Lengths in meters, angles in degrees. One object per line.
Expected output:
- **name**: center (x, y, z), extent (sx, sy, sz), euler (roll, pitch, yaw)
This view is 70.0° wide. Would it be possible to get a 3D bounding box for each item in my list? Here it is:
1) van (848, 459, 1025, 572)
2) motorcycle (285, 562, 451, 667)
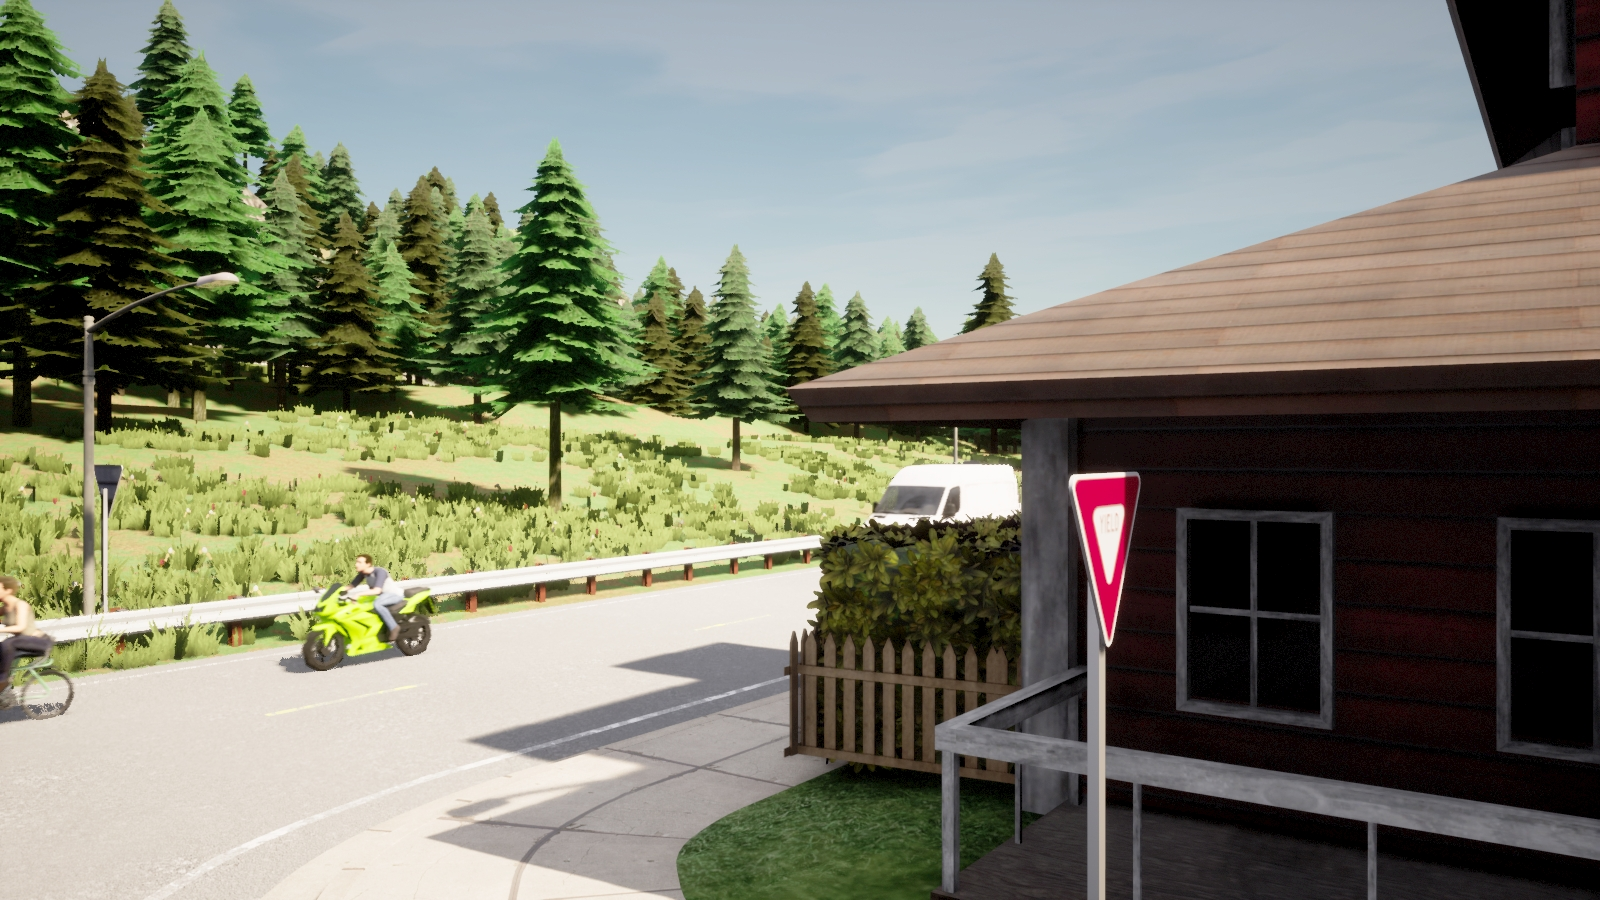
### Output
- **van**: center (3.659, 1.534, 29.446), extent (1.988, 2.561, 5.915), euler (0, 0, 35)
- **motorcycle**: center (-5.901, 2.213, 15.709), extent (0.803, 1.145, 2.033), euler (0, 0, 35)
